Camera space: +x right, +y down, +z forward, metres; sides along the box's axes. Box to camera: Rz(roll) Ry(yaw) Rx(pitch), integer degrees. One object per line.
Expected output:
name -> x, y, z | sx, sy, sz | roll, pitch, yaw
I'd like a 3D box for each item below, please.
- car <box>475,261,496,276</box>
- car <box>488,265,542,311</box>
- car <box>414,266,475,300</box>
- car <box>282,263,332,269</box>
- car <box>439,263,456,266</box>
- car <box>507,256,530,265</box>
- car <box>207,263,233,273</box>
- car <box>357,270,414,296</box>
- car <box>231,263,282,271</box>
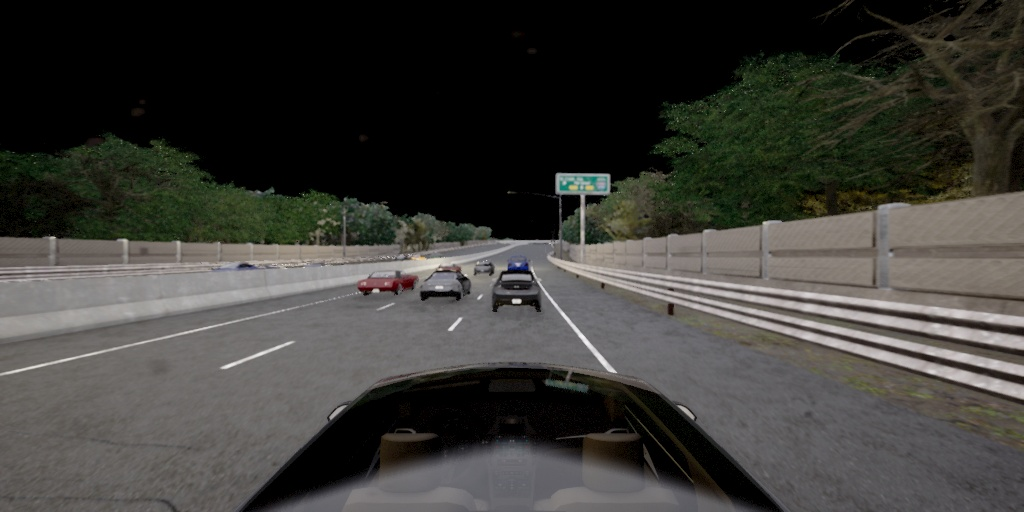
car -> -2.806, 1.222, 37.403 | 2.128, 1.511, 4.902 | 0, 1, 2
car -> 0.194, 1.331, 14.936 | 1.837, 1.490, 4.892 | 0, 0, 1
car -> -3.256, 1.392, 18.243 | 1.994, 1.385, 4.181 | 0, 0, 1
car -> -17.184, 1.327, 31.455 | 2.033, 1.411, 5.357 | 0, 0, 1
car -> -6.345, 1.342, 36.281 | 1.895, 1.301, 4.718 | 0, 1, 2
car -> 0.672, 0.959, 36.729 | 2.150, 2.045, 5.566 | 0, 1, 2
car -> -24.185, 1.304, 31.345 | 1.812, 1.442, 4.674 | 0, 0, 2
car -> -6.729, 1.427, 20.063 | 1.895, 1.301, 4.718 | 0, 0, 1
car -> -20.716, 1.387, 30.278 | 1.895, 1.301, 4.718 | 0, 0, 1
